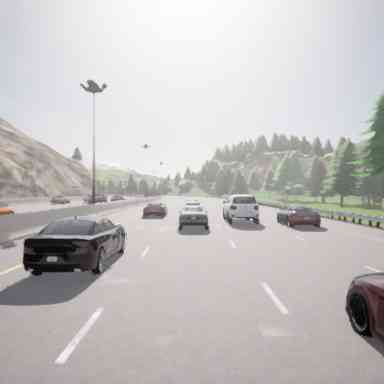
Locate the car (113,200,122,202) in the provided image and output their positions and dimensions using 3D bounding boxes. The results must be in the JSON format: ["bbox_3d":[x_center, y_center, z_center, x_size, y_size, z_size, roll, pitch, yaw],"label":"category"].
[{"bbox_3d":[-14.031,1.374,62.515,2.097,1.767,4.553,0,0,1],"label":"car"}]

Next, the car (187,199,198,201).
[{"bbox_3d":[0.093,1.561,40.747,2.033,1.411,5.357,0,0,0],"label":"car"}]

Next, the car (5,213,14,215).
[{"bbox_3d":[-14.100,1.360,22.518,2.097,1.767,4.553,0,0,0],"label":"car"}]

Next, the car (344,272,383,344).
[{"bbox_3d":[3.599,1.565,4.005,1.994,1.385,4.181,0,0,0],"label":"car"}]

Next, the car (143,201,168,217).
[{"bbox_3d":[-3.403,1.575,31.344,1.994,1.385,4.181,0,0,0],"label":"car"}]

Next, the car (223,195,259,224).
[{"bbox_3d":[3.595,1.230,25.102,2.150,2.045,5.566,0,0,0],"label":"car"}]

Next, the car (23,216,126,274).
[{"bbox_3d":[-3.401,1.481,10.561,1.882,1.535,5.008,0,0,0],"label":"car"}]

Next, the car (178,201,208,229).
[{"bbox_3d":[0.095,1.555,21.554,2.033,1.411,5.357,0,0,0],"label":"car"}]

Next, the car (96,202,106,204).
[{"bbox_3d":[-17.521,1.243,61.981,2.150,2.045,5.566,0,0,0],"label":"car"}]

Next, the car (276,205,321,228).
[{"bbox_3d":[7.097,1.572,22.537,1.994,1.385,4.181,0,0,0],"label":"car"}]
